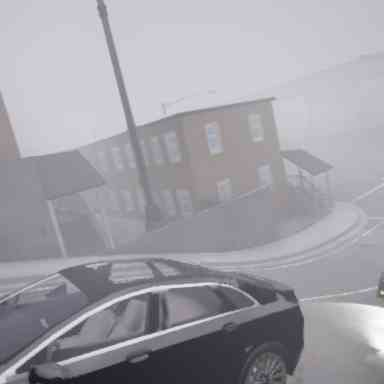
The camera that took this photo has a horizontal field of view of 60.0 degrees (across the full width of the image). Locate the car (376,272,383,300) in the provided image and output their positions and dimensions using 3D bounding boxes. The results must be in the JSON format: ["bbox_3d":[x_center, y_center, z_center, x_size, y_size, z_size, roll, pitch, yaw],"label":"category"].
[{"bbox_3d":[6.653,2.181,8.675,4.181,1.385,1.994,2,-1,-36],"label":"car"}]

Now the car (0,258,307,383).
[{"bbox_3d":[-0.892,1.527,3.345,4.902,1.511,2.128,2,-1,-35],"label":"car"}]
